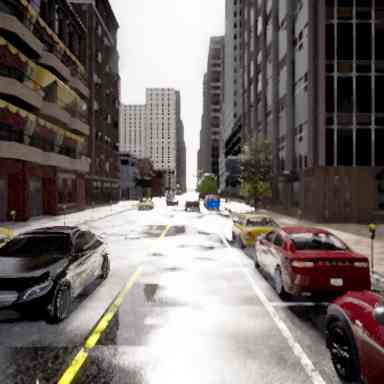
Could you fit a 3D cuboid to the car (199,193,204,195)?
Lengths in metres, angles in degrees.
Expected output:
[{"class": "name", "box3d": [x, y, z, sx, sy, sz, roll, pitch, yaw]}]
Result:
[{"class": "car", "box3d": [2.627, 1.314, 86.113, 2.192, 1.841, 5.009, 0, 0, 0]}]

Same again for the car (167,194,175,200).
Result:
[{"class": "car", "box3d": [-5.756, 1.447, 91.628, 1.967, 1.590, 4.097, 0, 0, 0]}]

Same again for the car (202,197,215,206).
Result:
[{"class": "car", "box3d": [2.651, 1.548, 53.725, 1.802, 1.307, 4.206, 0, 0, 0]}]

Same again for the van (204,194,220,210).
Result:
[{"class": "van", "box3d": [2.660, 1.308, 42.398, 1.690, 1.788, 3.998, 0, 0, 0]}]

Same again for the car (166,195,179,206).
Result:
[{"class": "car", "box3d": [-3.037, 1.567, 52.922, 1.994, 1.385, 4.181, 0, 0, 0]}]

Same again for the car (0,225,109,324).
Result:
[{"class": "car", "box3d": [-3.105, 1.514, 7.265, 1.812, 1.442, 4.674, 0, 0, 0]}]

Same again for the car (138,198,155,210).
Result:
[{"class": "car", "box3d": [-5.720, 1.492, 42.222, 1.752, 1.417, 4.829, 0, 0, 0]}]

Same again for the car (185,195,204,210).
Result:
[{"class": "car", "box3d": [0.071, 1.460, 41.343, 2.128, 1.511, 4.902, 0, 0, 0]}]

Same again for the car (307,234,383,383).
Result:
[{"class": "car", "box3d": [2.688, 1.435, 2.754, 1.967, 1.590, 4.097, 0, 0, 0]}]

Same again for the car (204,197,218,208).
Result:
[{"class": "car", "box3d": [2.655, 1.491, 48.232, 1.752, 1.417, 4.829, 0, 0, 0]}]

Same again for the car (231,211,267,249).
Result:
[{"class": "car", "box3d": [2.680, 1.507, 14.248, 1.752, 1.417, 4.829, 0, 0, 0]}]

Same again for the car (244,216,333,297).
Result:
[{"class": "car", "box3d": [2.684, 1.532, 8.416, 1.887, 1.381, 4.507, 0, 0, 0]}]

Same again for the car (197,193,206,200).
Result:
[{"class": "car", "box3d": [2.623, 1.322, 91.637, 2.192, 1.841, 5.009, 0, 0, 0]}]
